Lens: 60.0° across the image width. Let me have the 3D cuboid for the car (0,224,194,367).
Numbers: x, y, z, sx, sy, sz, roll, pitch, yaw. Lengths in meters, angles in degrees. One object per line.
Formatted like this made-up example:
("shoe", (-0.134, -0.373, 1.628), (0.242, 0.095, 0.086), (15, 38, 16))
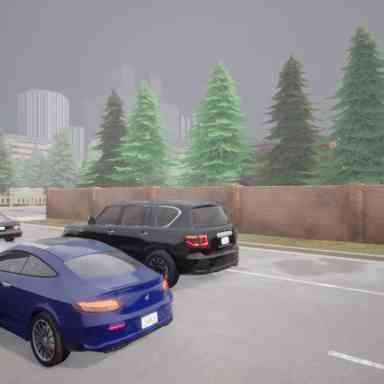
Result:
("car", (-2.430, 1.526, 5.742), (4.674, 1.442, 1.812), (0, 0, 36))

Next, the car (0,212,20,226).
("car", (-9.773, 1.547, 15.275), (5.357, 1.411, 2.033), (0, 0, 39))

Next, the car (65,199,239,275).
("car", (-1.400, 1.221, 9.304), (5.566, 2.045, 2.150), (0, 0, 36))
